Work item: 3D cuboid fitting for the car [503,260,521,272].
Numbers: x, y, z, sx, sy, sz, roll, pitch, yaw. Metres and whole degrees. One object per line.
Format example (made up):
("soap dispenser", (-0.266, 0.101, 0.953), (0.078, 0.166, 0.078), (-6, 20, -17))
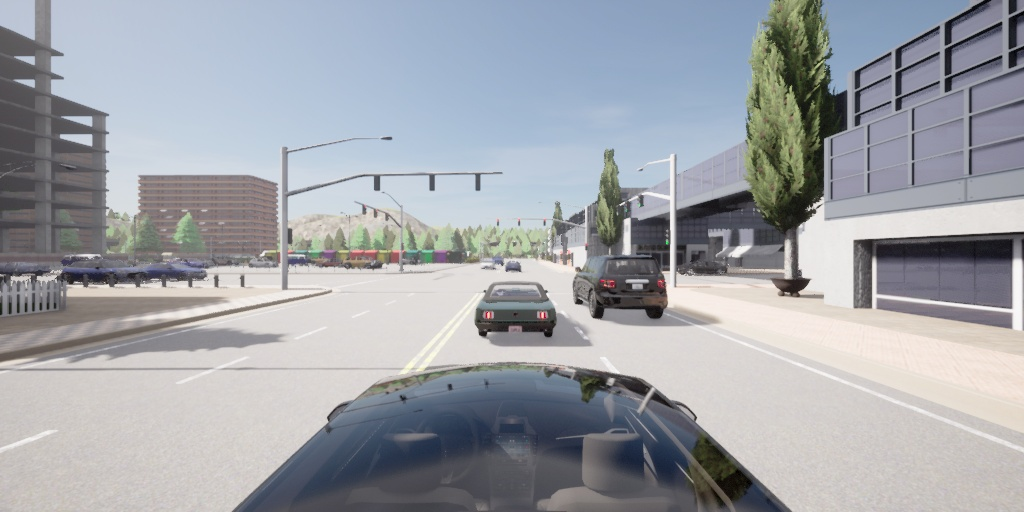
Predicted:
("car", (0.175, 1.309, 46.986), (1.994, 1.385, 4.181), (0, 0, 1))

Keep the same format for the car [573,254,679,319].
("car", (3.625, 0.970, 12.961), (2.150, 2.045, 5.566), (0, 0, 1))

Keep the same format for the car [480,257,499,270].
("car", (-3.430, 1.271, 51.499), (1.812, 1.442, 4.674), (0, 1, 3))

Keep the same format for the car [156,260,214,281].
("car", (-27.339, 1.273, 28.914), (4.674, 1.442, 1.812), (0, 0, 0))

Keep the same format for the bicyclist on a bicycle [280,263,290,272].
("bicyclist on a bicycle", (-25.259, 1.048, 39.874), (0.582, 1.620, 1.656), (0, 0, 0))

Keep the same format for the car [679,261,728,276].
("car", (19.316, 1.250, 36.624), (4.892, 1.490, 1.837), (0, 0, 1))

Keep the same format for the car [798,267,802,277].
("car", (28.879, 1.294, 33.036), (5.357, 1.411, 2.033), (0, 0, 1))

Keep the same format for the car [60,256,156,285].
("car", (-28.697, 1.100, 25.400), (4.553, 1.767, 2.097), (0, 0, 0))

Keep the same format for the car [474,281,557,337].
("car", (0.105, 1.350, 10.236), (1.895, 1.301, 4.718), (0, 0, 1))

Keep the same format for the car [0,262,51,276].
("car", (-49.996, 1.294, 36.100), (5.357, 1.411, 2.033), (0, 0, 1))
